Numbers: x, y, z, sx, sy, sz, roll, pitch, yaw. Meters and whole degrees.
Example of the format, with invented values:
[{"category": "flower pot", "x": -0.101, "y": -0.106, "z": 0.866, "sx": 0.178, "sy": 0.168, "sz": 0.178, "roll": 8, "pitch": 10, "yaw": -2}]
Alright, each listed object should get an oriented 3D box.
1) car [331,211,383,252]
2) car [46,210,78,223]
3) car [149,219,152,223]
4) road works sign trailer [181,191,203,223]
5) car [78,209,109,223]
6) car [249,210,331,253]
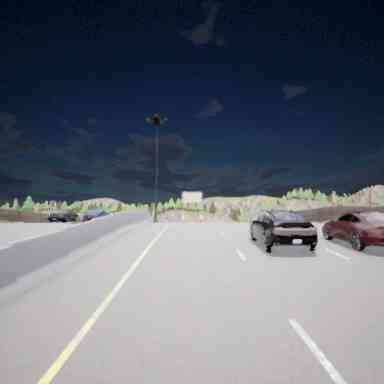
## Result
[{"category": "car", "x": 7.104, "y": 1.529, "z": 13.860, "sx": 1.812, "sy": 1.442, "sz": 4.674, "roll": 0, "pitch": 0, "yaw": 0}, {"category": "car", "x": -14.083, "y": 2.685, "z": 36.698, "sx": 2.033, "sy": 1.411, "sz": 5.357, "roll": 0, "pitch": -6, "yaw": 0}, {"category": "car", "x": -10.484, "y": 7.213, "z": 77.740, "sx": 2.150, "sy": 2.045, "sz": 5.566, "roll": 0, "pitch": -7, "yaw": 0}, {"category": "road works sign trailer", "x": 0.009, "y": 1.668, "z": 37.431, "sx": 2.380, "sy": 3.560, "sz": 2.880, "roll": 0, "pitch": -6, "yaw": 0}, {"category": "car", "x": -10.579, "y": 2.636, "z": 36.913, "sx": 1.882, "sy": 1.535, "sz": 5.008, "roll": 0, "pitch": -6, "yaw": 0}, {"category": "car", "x": 3.604, "y": 1.494, "z": 13.804, "sx": 2.128, "sy": 1.511, "sz": 4.902, "roll": 0, "pitch": 0, "yaw": 0}]
